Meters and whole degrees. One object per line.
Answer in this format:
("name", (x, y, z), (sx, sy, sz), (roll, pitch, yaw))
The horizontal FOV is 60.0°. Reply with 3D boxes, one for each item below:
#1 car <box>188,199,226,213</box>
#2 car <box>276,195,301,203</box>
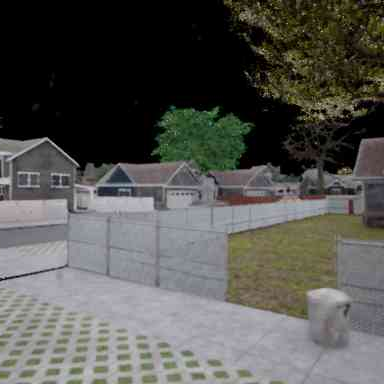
("car", (1.529, 1.439, 32.494), (2.128, 1.511, 4.902), (0, 0, 36))
("car", (13.664, 1.335, 47.159), (4.553, 1.767, 2.097), (0, 0, -44))
